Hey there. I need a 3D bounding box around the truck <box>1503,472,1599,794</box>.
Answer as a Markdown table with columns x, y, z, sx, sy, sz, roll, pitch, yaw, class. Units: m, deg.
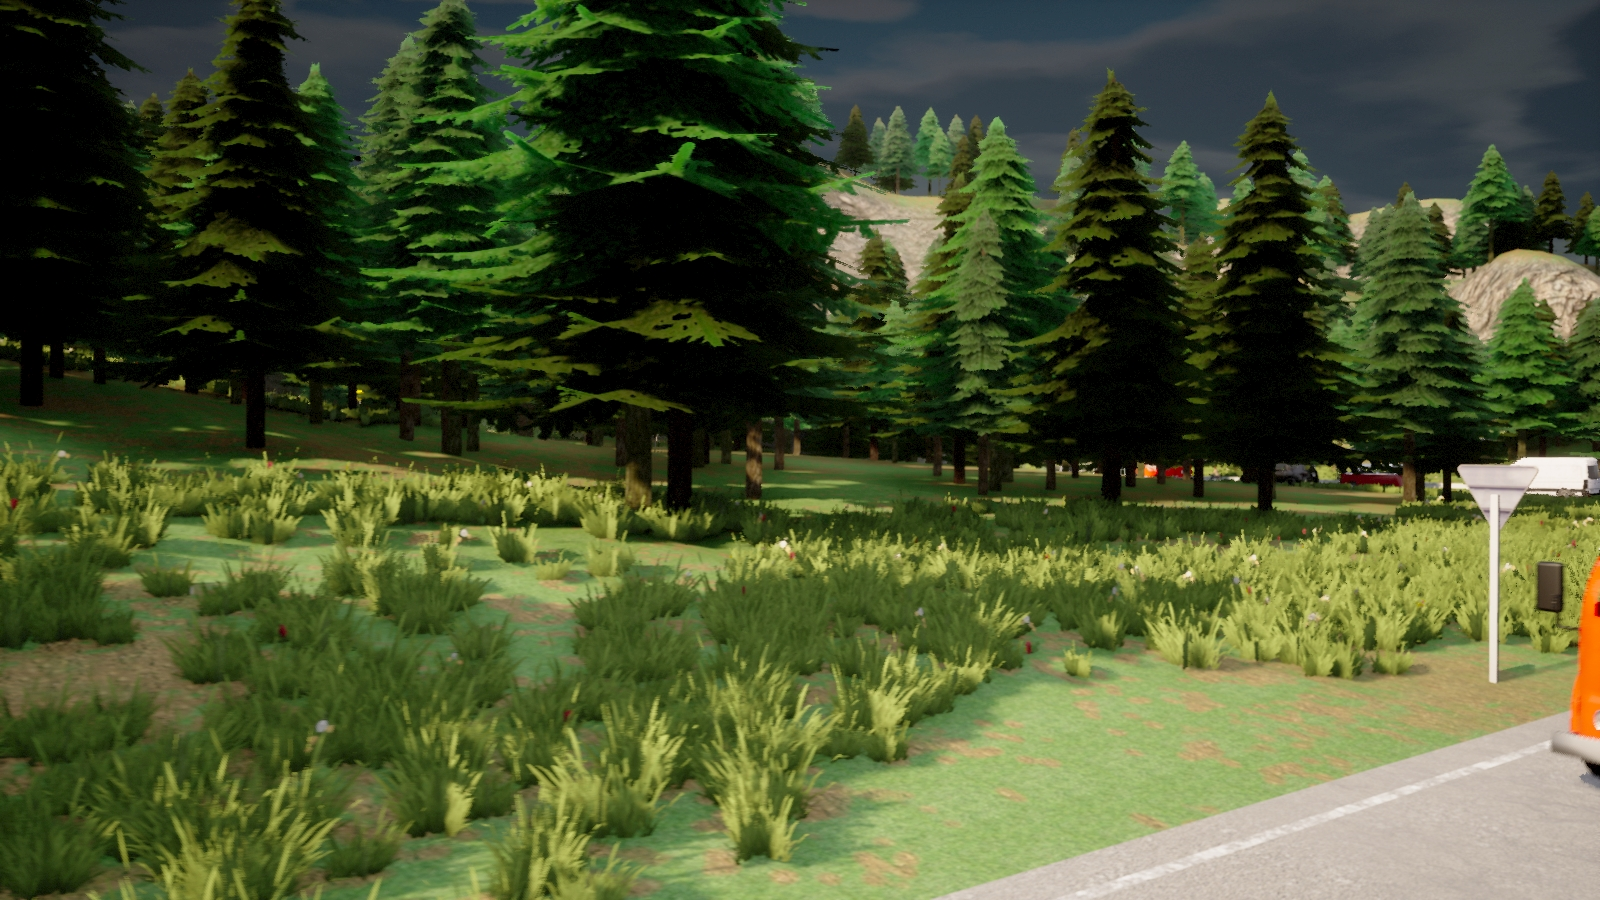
| x | y | z | sx | sy | sz | roll | pitch | yaw | class |
| --- | --- | --- | --- | --- | --- | --- | --- | --- | --- |
| 8.709 | 1.445 | 9.866 | 5.204 | 2.467 | 2.627 | 0 | 0 | -35 | truck |
